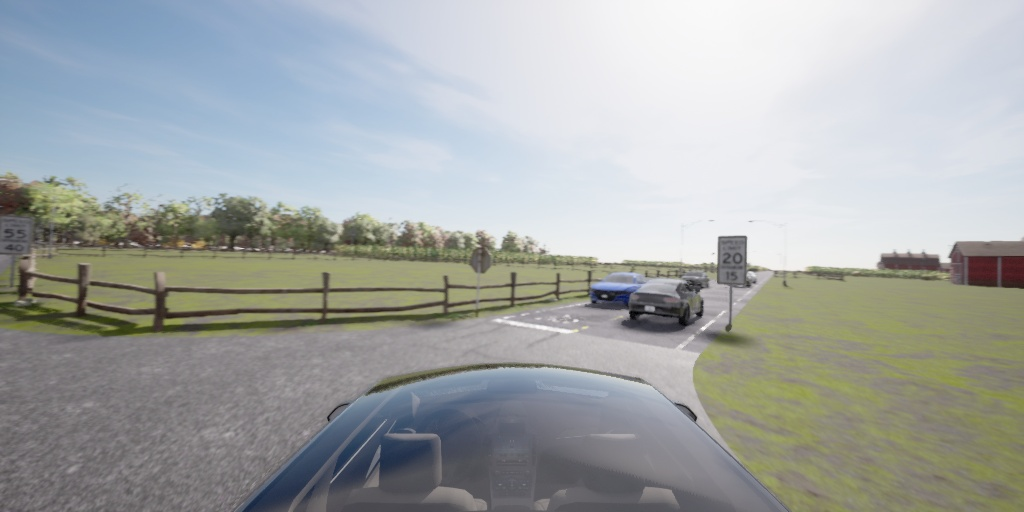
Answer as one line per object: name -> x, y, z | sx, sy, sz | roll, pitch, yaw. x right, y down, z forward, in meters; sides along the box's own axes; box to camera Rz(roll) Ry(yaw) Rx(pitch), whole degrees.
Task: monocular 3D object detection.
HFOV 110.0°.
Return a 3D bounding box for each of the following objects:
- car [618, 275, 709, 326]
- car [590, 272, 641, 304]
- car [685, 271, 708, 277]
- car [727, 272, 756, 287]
car -> 5.726, 1.561, 13.176 | 1.812, 1.442, 4.674 | 1, -1, 37
car -> 5.524, 1.559, 17.672 | 1.882, 1.535, 5.008 | 1, -1, 36
car -> 16.764, 2.120, 32.814 | 1.837, 1.490, 4.892 | 1, -1, 37
car -> 23.519, 2.373, 37.081 | 2.128, 1.511, 4.902 | 1, -1, 37
